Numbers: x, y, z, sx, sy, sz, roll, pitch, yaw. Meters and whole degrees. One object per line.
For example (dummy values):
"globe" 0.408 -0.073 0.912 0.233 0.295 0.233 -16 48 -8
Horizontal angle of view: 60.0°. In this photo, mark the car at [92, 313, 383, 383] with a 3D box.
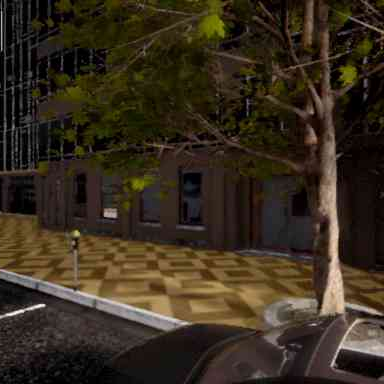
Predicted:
"car" 1.122 1.551 2.076 4.403 1.369 2.008 0 0 35
